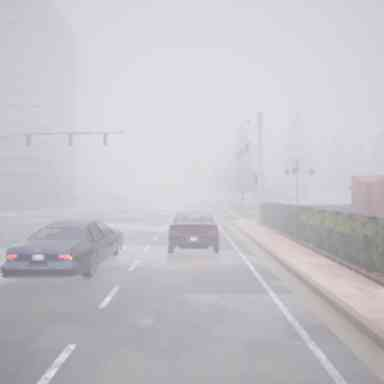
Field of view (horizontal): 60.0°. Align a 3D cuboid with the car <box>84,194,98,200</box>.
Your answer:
[{"bbox_3d":[-27.174,1.336,83.574,5.357,1.411,2.033,0,0,24],"label":"car"}]

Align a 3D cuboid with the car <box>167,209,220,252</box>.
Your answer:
[{"bbox_3d":[0.073,1.444,13.715,1.882,1.535,5.008,0,0,0],"label":"car"}]

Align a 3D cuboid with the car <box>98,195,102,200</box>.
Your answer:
[{"bbox_3d":[-25.796,1.266,86.783,5.008,1.535,1.882,0,0,24],"label":"car"}]

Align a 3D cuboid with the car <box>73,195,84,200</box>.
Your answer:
[{"bbox_3d":[-29.567,1.328,80.827,5.357,1.411,2.033,0,0,27],"label":"car"}]

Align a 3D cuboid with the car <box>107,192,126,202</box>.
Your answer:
[{"bbox_3d":[-16.200,1.053,70.674,2.150,2.045,5.566,0,0,-38],"label":"car"}]

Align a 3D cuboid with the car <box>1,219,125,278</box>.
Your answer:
[{"bbox_3d":[-3.455,1.523,10.031,2.033,1.411,5.357,0,0,1],"label":"car"}]
